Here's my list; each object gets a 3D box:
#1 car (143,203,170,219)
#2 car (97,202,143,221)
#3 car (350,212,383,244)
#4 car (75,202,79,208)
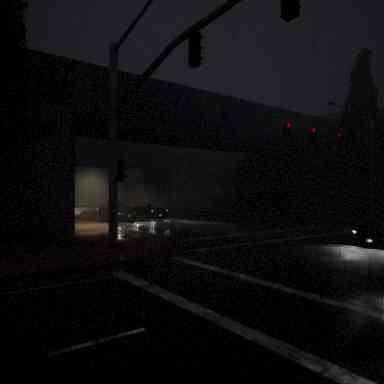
[{"bbox_3d":[-3.930,1.653,29.605,1.895,1.301,4.718,0,0,-36],"label":"car"},{"bbox_3d":[-6.098,1.544,26.638,1.837,1.490,4.892,0,0,-36],"label":"car"},{"bbox_3d":[9.385,1.616,15.214,5.357,1.411,2.033,0,0,-37],"label":"car"},{"bbox_3d":[-18.405,1.654,49.577,1.895,1.301,4.718,0,0,-35],"label":"car"}]
